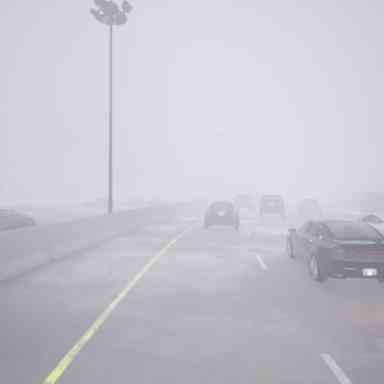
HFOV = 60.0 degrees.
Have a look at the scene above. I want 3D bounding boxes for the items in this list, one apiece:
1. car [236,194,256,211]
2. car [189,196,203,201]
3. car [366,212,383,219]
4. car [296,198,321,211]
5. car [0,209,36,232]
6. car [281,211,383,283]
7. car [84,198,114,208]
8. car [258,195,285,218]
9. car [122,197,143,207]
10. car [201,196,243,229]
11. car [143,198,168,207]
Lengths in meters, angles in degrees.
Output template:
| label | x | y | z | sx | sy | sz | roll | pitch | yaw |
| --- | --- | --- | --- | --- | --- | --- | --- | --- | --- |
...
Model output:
| label | x | y | z | sx | sy | sz | roll | pitch | yaw |
| --- | --- | --- | --- | --- | --- | --- | --- | --- | --- |
| car | 6.545 | 1.254 | 40.979 | 2.150 | 2.045 | 5.566 | 0 | 0 | 17 |
| car | 1.079 | 1.499 | 57.423 | 1.882 | 1.535 | 5.008 | 0 | 0 | 22 |
| car | 7.982 | 1.554 | 13.700 | 1.812 | 1.442 | 4.674 | 0 | 0 | 6 |
| car | 11.788 | 1.398 | 33.802 | 2.097 | 1.767 | 4.553 | 0 | 0 | 15 |
| car | -9.501 | 1.540 | 16.202 | 1.994 | 1.385 | 4.181 | 0 | 0 | 7 |
| car | 4.102 | 1.520 | 9.765 | 1.837 | 1.490 | 4.892 | 0 | 0 | 4 |
| car | -13.361 | 1.522 | 48.235 | 2.033 | 1.411 | 5.357 | 0 | 0 | 18 |
| car | 7.314 | 1.253 | 30.517 | 2.150 | 2.045 | 5.566 | 0 | 0 | 13 |
| car | -8.845 | 1.515 | 50.740 | 1.812 | 1.442 | 4.674 | 0 | 0 | 19 |
| car | 2.059 | 1.365 | 21.803 | 2.097 | 1.767 | 4.553 | 0 | 0 | 9 |
| car | -5.218 | 1.564 | 50.511 | 1.994 | 1.385 | 4.181 | 0 | 0 | 20 |
